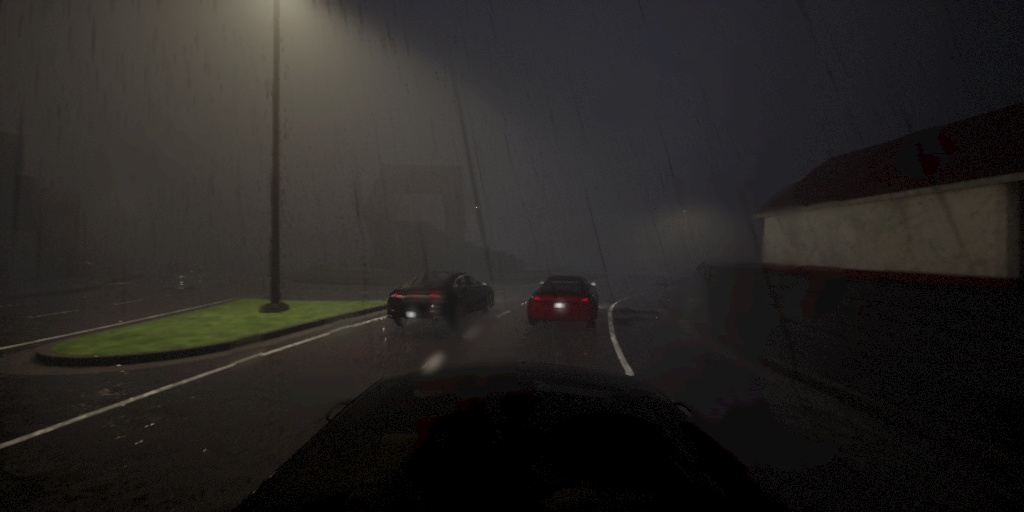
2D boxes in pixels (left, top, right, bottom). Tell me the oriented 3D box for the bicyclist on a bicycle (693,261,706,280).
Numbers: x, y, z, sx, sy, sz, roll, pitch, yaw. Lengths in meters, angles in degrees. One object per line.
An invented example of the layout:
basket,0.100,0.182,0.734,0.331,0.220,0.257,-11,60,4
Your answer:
bicyclist on a bicycle,16.526,1.280,31.045,1.656,1.620,0.582,1,0,5

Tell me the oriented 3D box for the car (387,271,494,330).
car,-1.939,1.221,11.142,2.128,1.511,4.902,0,0,12

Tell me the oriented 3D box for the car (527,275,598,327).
car,1.773,1.316,11.692,1.994,1.385,4.181,0,0,13

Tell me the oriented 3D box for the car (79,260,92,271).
car,-48.343,0.768,38.622,4.553,1.767,2.097,0,0,1

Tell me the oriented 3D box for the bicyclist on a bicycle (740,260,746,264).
bicyclist on a bicycle,17.769,1.142,27.583,1.656,1.620,0.582,1,0,-23

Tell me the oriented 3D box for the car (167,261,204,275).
car,-31.470,1.125,34.591,4.718,1.301,1.895,0,0,37
